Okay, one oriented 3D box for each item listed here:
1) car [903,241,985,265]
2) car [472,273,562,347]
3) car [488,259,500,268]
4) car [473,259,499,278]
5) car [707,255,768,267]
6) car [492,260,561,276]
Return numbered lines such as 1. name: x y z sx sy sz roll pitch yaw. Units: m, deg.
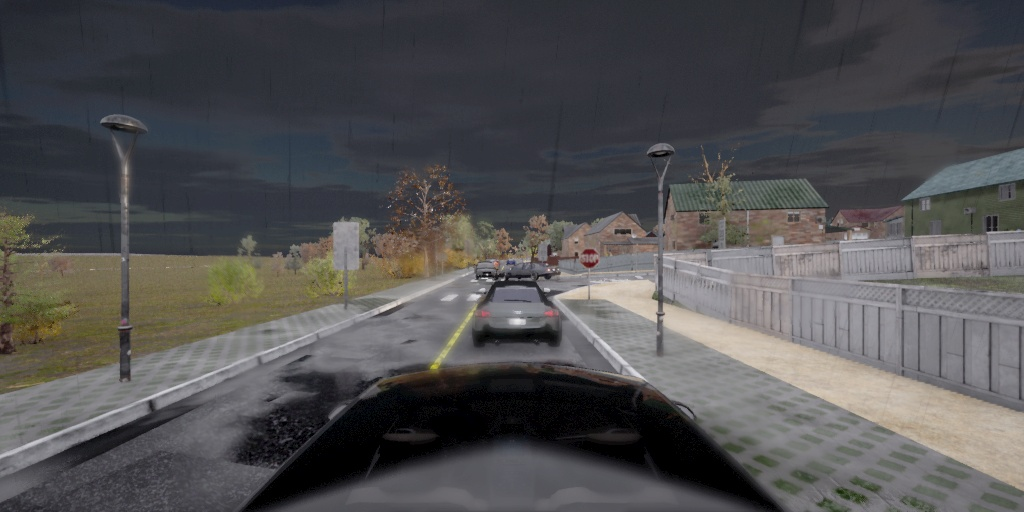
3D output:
1. car: 23.836 -0.208 20.338 4.902 1.511 2.128 -3 0 14
2. car: 0.081 1.313 9.302 1.994 1.385 4.181 0 0 -1
3. car: -2.998 1.256 61.075 1.882 1.535 5.008 0 0 0
4. car: -2.333 1.258 31.222 1.837 1.490 4.892 0 0 -8
5. car: 14.329 0.413 22.734 4.181 1.385 1.994 -3 0 16
6. car: 1.263 1.198 28.320 5.357 1.411 2.033 -4 -3 43
